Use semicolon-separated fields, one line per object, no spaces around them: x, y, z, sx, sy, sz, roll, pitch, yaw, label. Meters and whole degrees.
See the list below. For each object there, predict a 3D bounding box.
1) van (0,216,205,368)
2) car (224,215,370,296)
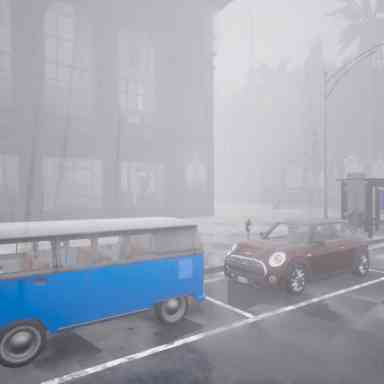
-1.670;1.341;5.459;3.998;1.788;1.690;0;0;-35;van
2.751;1.439;8.605;4.097;1.590;1.967;0;0;-35;car
